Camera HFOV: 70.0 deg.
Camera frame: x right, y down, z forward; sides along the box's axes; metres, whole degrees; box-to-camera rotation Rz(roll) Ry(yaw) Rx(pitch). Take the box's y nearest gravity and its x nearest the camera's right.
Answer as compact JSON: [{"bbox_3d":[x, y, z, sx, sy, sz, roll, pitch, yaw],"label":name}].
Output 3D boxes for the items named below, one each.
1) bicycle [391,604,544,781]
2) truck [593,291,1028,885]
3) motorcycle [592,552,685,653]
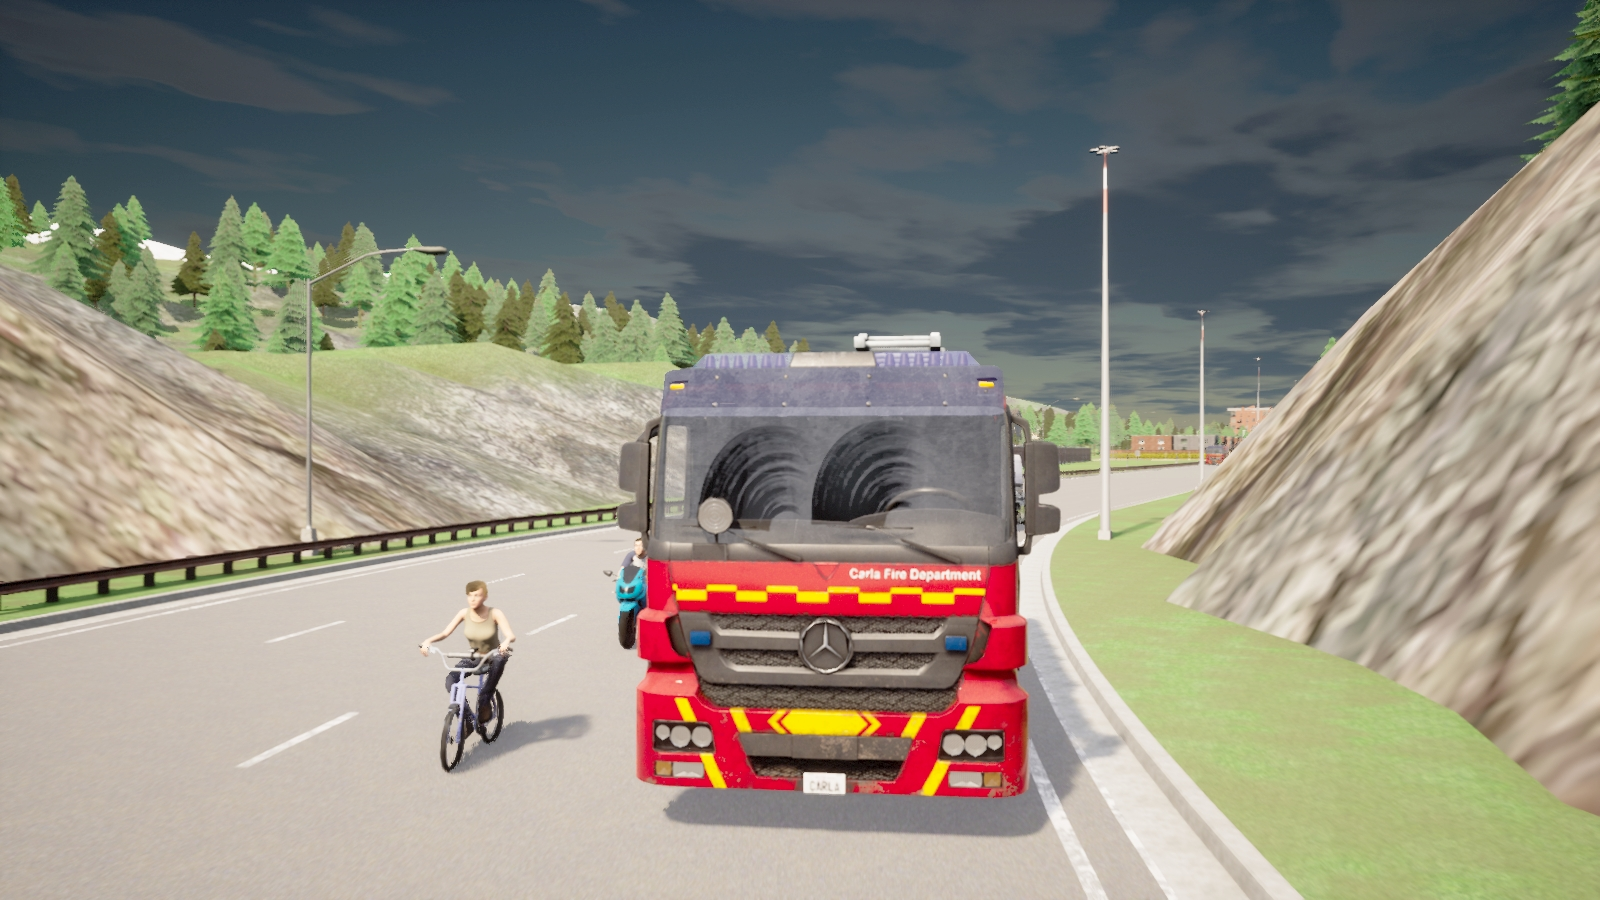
[{"bbox_3d":[-2.991,2.158,10.443,0.859,1.277,1.487,1,0,5],"label":"bicycle"},{"bbox_3d":[0.555,0.891,11.740,2.891,3.827,8.468,0,0,7],"label":"truck"},{"bbox_3d":[-2.326,2.186,16.724,0.803,1.199,2.033,0,0,8],"label":"motorcycle"}]
